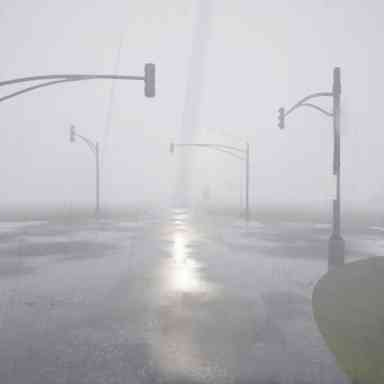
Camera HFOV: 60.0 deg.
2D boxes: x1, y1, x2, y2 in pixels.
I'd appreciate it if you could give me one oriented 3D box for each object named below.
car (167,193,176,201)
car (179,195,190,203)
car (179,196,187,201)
[{"bbox_3d":[-4.548,1.013,73.879,2.097,1.767,4.553,0,0,-3],"label":"car"},{"bbox_3d":[-1.565,1.384,69.784,2.097,1.767,4.553,0,0,-3],"label":"car"},{"bbox_3d":[-2.159,1.559,79.858,1.895,1.301,4.718,0,0,-4],"label":"car"}]
